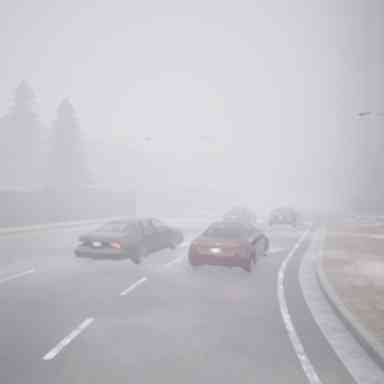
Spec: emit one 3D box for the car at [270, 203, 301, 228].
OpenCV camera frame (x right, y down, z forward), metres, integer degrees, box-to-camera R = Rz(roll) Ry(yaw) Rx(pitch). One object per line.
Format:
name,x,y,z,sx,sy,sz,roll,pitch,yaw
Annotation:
car,6.958,1.820,24.792,2.033,1.411,5.357,0,-1,23

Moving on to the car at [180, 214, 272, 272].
car,1.392,1.679,11.478,1.994,1.385,4.181,0,-1,21

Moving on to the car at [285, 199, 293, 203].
car,25.107,2.476,86.058,1.812,1.442,4.674,0,-1,23

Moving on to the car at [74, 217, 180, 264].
car,-2.015,1.647,12.393,2.033,1.411,5.357,0,-1,20

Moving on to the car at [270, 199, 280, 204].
car,21.880,2.466,87.414,1.812,1.442,4.674,0,-1,23

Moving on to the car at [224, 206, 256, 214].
car,3.835,1.831,26.428,1.994,1.385,4.181,0,-1,23
